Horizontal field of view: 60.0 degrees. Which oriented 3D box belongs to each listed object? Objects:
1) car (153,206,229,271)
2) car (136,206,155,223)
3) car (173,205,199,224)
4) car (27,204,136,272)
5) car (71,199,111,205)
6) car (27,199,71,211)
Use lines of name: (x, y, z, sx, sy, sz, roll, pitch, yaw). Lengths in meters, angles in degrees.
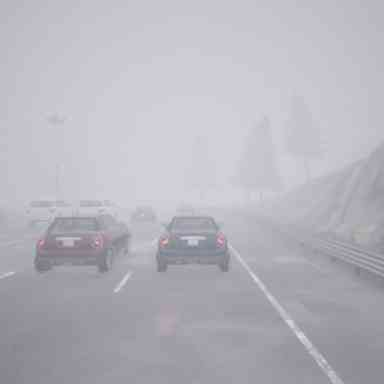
car: (0.023, 1.464, 11.501, 2.097, 1.767, 4.553, 0, -1, 0)
car: (-4.086, 1.868, 28.685, 1.994, 1.385, 4.181, 0, 0, -4)
car: (-0.561, 1.845, 28.549, 1.994, 1.385, 4.181, 0, 0, -4)
car: (-3.477, 1.485, 11.470, 2.097, 1.767, 4.553, 0, -1, 0)
car: (-7.398, 1.523, 26.173, 2.150, 2.045, 5.566, 0, 0, -3)
car: (-10.895, 1.543, 26.104, 2.150, 2.045, 5.566, 0, 0, -3)
